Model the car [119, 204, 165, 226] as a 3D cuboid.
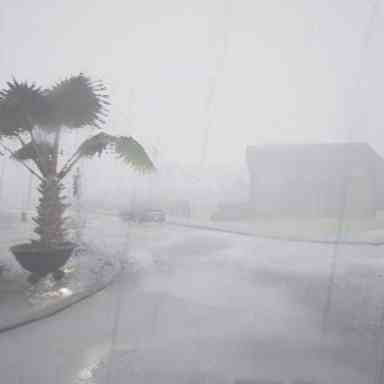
[{"bbox_3d":[-3.814,1.626,24.621,2.128,1.511,4.902,1,-1,-35],"label":"car"}]
